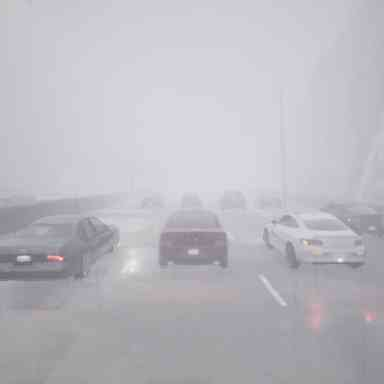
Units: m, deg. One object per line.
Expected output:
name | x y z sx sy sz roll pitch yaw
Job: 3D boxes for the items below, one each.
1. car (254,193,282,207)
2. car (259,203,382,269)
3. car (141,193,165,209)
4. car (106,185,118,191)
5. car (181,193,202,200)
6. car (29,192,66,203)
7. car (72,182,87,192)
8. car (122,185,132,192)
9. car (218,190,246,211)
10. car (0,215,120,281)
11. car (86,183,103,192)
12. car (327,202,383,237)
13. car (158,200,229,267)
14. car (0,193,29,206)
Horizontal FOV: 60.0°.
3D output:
car | 6.930 0.770 30.582 1.812 1.442 4.674 0 2 0
car | 3.535 1.308 10.242 1.812 1.442 4.674 0 2 0
car | -3.570 0.780 30.544 1.812 1.442 4.674 0 2 0
car | -17.915 -0.911 74.698 1.812 1.442 4.674 0 3 0
car | -0.070 0.776 30.561 1.812 1.442 4.674 0 2 0
car | -14.279 0.692 33.713 1.812 1.442 4.674 0 2 0
car | -24.915 -1.201 74.615 2.150 2.045 5.566 0 3 0
car | -14.415 -0.913 74.718 2.128 1.511 4.902 0 3 0
car | 3.434 0.637 29.279 2.097 1.767 4.553 0 2 0
car | -3.461 1.356 9.361 2.033 1.411 5.357 0 1 0
car | -21.415 -0.953 74.676 1.882 1.535 5.008 0 3 0
car | 7.005 1.187 15.284 1.812 1.442 4.674 0 1 0
car | 0.034 1.254 10.636 1.882 1.535 5.008 0 2 0
car | -17.781 0.760 34.021 1.895 1.301 4.718 0 2 0
